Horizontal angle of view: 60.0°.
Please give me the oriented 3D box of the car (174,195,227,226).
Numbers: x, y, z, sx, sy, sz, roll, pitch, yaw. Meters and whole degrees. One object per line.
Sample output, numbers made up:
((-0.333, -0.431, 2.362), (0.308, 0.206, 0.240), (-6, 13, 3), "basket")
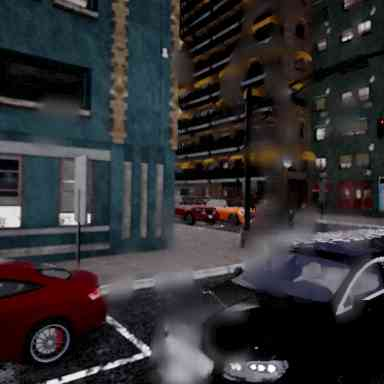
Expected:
((-0.336, 1.168, 22.371), (2.192, 1.841, 5.009), (2, -1, -36), "car")

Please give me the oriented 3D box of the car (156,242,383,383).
((1.842, 1.536, 4.678), (4.902, 1.511, 2.128), (1, 0, -37), "car")

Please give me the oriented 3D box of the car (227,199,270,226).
((2.644, 1.277, 22.643), (2.097, 1.767, 4.553), (1, 0, -36), "car")

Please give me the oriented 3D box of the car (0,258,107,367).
((-3.220, 1.579, 4.254), (4.206, 1.307, 1.802), (1, 0, -35), "car")

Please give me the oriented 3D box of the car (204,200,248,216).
((3.197, 1.512, 31.763), (1.802, 1.307, 4.206), (2, -1, -36), "car")

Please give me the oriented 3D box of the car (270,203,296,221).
((6.464, 1.577, 27.251), (1.947, 1.339, 4.313), (2, -1, -36), "car")
